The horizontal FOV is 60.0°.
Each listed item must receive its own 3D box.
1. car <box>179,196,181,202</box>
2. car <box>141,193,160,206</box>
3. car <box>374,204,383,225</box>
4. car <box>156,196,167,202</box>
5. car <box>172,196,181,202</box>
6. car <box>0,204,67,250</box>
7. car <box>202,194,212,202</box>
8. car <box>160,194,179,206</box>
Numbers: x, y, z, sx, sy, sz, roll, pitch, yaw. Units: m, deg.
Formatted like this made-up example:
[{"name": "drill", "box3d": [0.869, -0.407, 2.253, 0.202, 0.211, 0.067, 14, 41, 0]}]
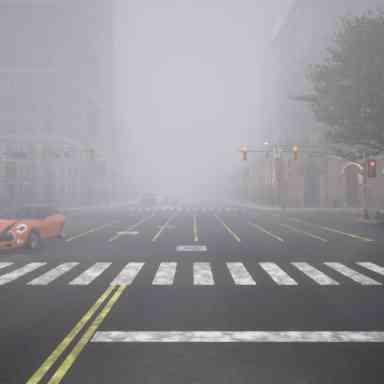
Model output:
[{"name": "car", "box3d": [-3.613, 1.547, 65.437, 2.033, 1.411, 5.357, 0, 0, 1]}, {"name": "car", "box3d": [-7.186, 1.221, 55.736, 2.150, 2.045, 5.566, 0, 0, 0]}, {"name": "car", "box3d": [14.306, 1.352, 21.221, 4.553, 1.767, 2.097, 0, 0, 5]}, {"name": "car", "box3d": [-6.979, 1.595, 76.189, 1.895, 1.301, 4.718, 0, 0, 0]}, {"name": "car", "box3d": [-3.483, 1.595, 75.745, 1.895, 1.301, 4.718, 0, 0, 0]}, {"name": "car", "box3d": [-7.125, 1.352, 14.247, 2.097, 1.767, 4.553, 0, 0, 0]}, {"name": "car", "box3d": [3.540, 1.355, 78.288, 2.097, 1.767, 4.553, 0, 0, 0]}, {"name": "car", "box3d": [-3.683, 1.491, 55.465, 2.128, 1.511, 4.902, 0, 0, 0]}]
